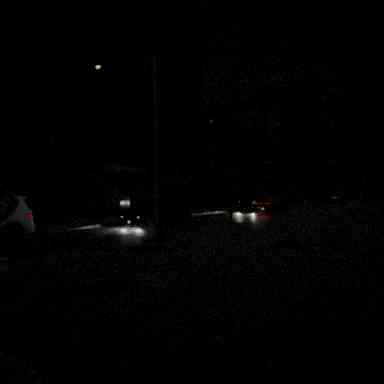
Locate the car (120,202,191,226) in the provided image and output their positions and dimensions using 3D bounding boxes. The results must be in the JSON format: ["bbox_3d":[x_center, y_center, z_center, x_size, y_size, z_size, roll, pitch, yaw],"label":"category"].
[{"bbox_3d":[-2.194,1.354,21.792,2.033,1.411,5.357,-1,0,35],"label":"car"}]

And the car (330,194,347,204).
[{"bbox_3d":[22.964,1.062,52.103,2.128,1.511,4.902,-1,-1,36],"label":"car"}]

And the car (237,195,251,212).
[{"bbox_3d":[6.368,1.040,33.838,2.097,1.767,4.553,-1,-1,36],"label":"car"}]

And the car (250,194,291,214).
[{"bbox_3d":[7.444,1.140,30.268,1.837,1.490,4.892,-1,-1,35],"label":"car"}]

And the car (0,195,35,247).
[{"bbox_3d":[-8.845,1.167,12.450,2.150,2.045,5.566,-1,0,35],"label":"car"}]
